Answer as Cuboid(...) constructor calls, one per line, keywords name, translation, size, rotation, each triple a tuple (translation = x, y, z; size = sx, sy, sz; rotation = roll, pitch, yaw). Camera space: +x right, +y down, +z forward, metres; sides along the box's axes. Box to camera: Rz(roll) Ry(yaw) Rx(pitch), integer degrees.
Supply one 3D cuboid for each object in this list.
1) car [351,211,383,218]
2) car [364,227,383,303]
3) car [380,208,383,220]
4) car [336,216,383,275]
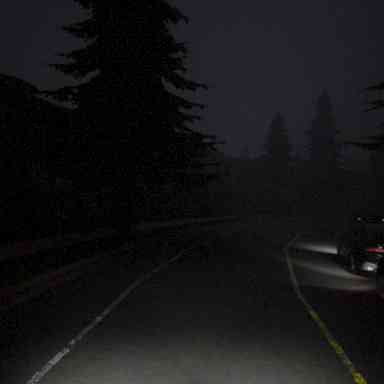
Cuboid(name="car", translation=(15.810, 2.397, 30.168), size=(1.994, 1.385, 4.181), rotation=(2, -1, 43))
Cuboid(name="car", translation=(4.909, 1.708, 5.708), size=(1.882, 1.535, 5.008), rotation=(2, 0, 9))
Cuboid(name="car", translation=(26.398, 2.894, 42.825), size=(4.181, 1.385, 1.994), rotation=(2, -1, -30))
Cuboid(name="car", translation=(6.137, 1.826, 11.226), size=(1.837, 1.490, 4.892), rotation=(2, 0, 16))
